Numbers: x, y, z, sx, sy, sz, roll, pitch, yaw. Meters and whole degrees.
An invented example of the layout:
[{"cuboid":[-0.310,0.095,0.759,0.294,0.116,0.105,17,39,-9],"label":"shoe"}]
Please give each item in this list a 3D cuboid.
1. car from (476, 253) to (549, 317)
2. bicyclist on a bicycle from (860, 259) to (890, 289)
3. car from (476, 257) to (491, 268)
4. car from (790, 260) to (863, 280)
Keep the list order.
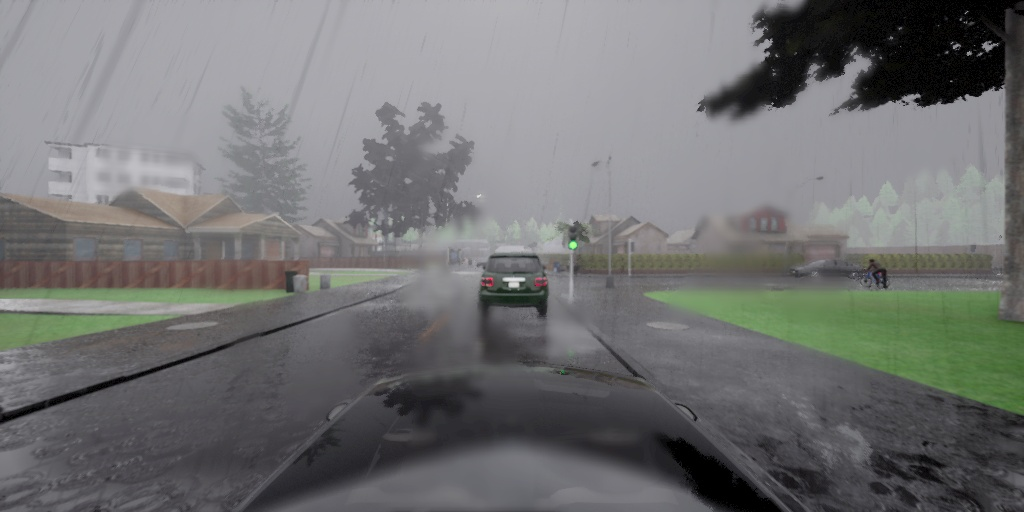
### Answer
[{"cuboid":[0.082,0.902,12.978,2.150,2.045,5.566,0,0,1],"label":"car"},{"cuboid":[20.241,0.988,20.013,0.582,1.620,1.656,0,0,0],"label":"bicyclist on a bicycle"},{"cuboid":[-4.201,0.938,52.905,1.837,1.490,4.892,0,0,0],"label":"car"},{"cuboid":[24.841,1.092,28.406,4.892,1.490,1.837,0,0,0],"label":"car"}]
